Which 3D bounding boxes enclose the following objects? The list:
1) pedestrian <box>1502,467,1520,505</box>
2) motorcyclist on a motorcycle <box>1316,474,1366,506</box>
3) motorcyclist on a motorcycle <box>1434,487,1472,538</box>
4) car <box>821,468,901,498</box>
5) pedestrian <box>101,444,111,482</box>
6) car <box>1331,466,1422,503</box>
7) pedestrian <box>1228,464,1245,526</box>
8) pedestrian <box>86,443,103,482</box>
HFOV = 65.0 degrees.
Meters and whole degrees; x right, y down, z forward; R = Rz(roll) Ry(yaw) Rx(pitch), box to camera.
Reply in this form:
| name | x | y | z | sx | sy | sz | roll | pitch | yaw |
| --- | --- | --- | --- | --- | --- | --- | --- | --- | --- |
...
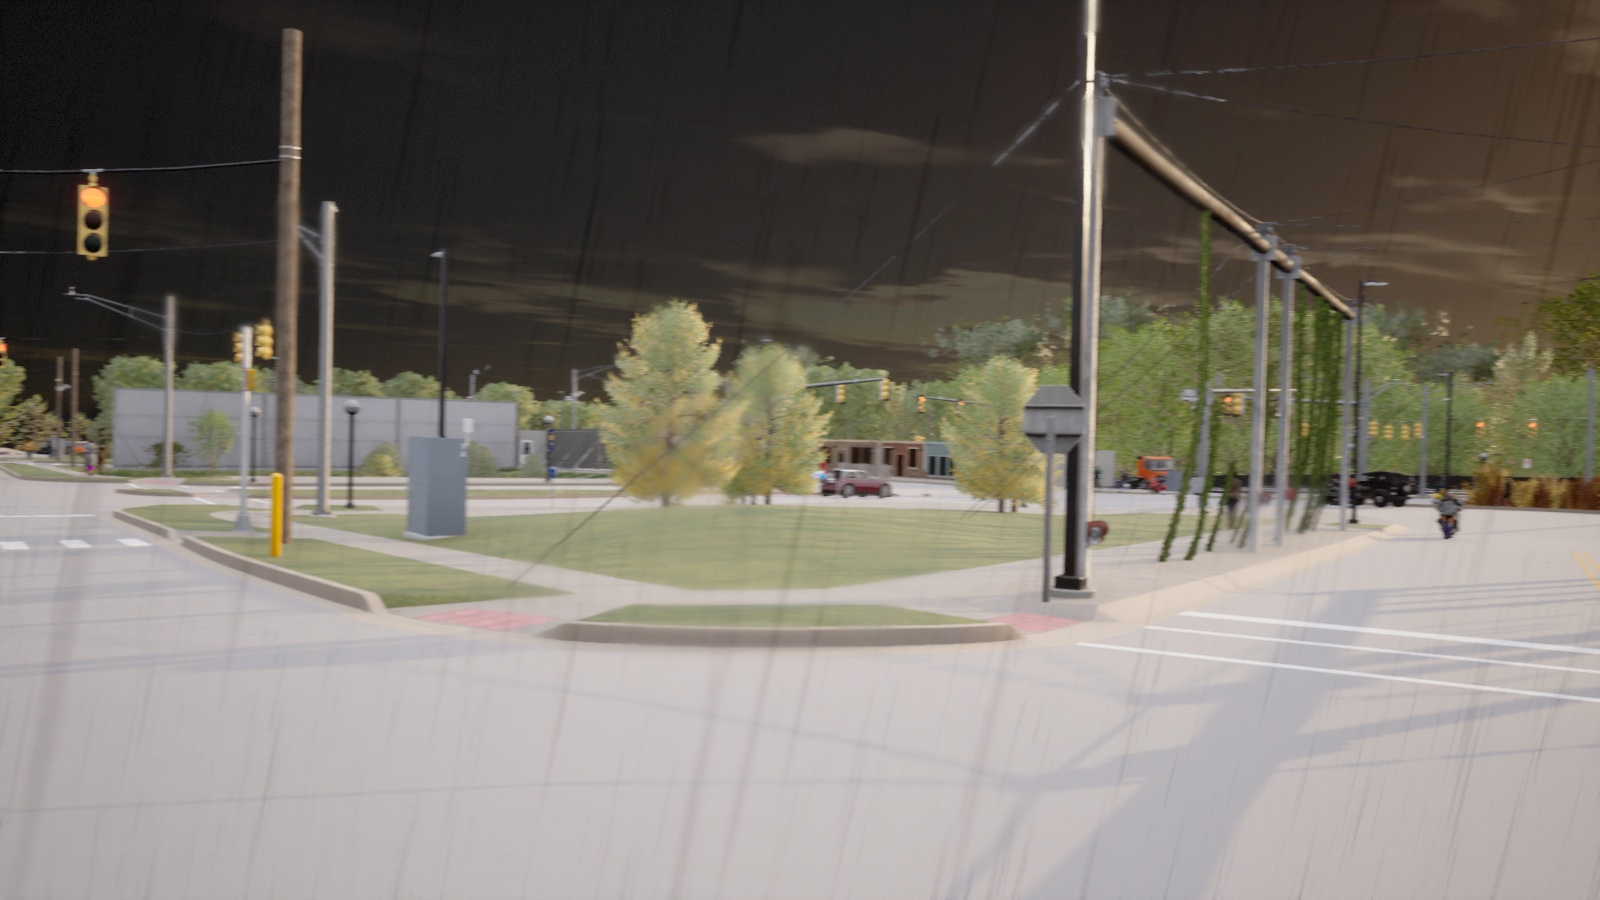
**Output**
| name | x | y | z | sx | sy | sz | roll | pitch | yaw |
| --- | --- | --- | --- | --- | --- | --- | --- | --- | --- |
| pedestrian | 37.018 | 1.872 | 65.402 | 0.395 | 1.930 | 0.692 | 1 | 1 | -24 |
| motorcyclist on a motorcycle | 27.196 | 1.993 | 63.171 | 0.866 | 1.530 | 2.191 | 0 | -1 | -35 |
| motorcyclist on a motorcycle | 20.980 | 1.981 | 40.330 | 0.866 | 1.530 | 2.191 | 2 | 0 | 32 |
| car | 3.226 | 1.732 | 66.291 | 3.806 | 1.475 | 1.970 | 2 | -1 | -39 |
| pedestrian | -36.028 | 0.661 | 65.188 | 0.396 | 1.930 | 0.692 | 0 | 1 | -31 |
| car | 30.073 | 1.779 | 65.570 | 1.905 | 1.878 | 3.866 | 0 | -1 | -33 |
| pedestrian | 13.133 | 1.349 | 37.746 | 0.328 | 1.805 | 0.869 | 1 | 1 | 27 |
| pedestrian | -35.575 | 0.636 | 63.328 | 0.659 | 1.952 | 0.873 | 0 | 1 | -34 |
